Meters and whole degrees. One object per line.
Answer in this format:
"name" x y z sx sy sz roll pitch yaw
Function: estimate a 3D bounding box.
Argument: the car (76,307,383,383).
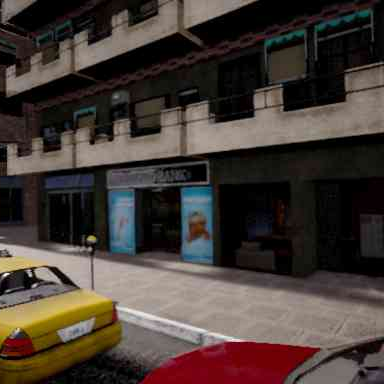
"car" 1.430 1.581 1.869 4.206 1.307 1.802 -1 -1 36

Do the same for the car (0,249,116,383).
"car" -3.205 1.579 5.176 4.829 1.417 1.752 -1 -1 36
